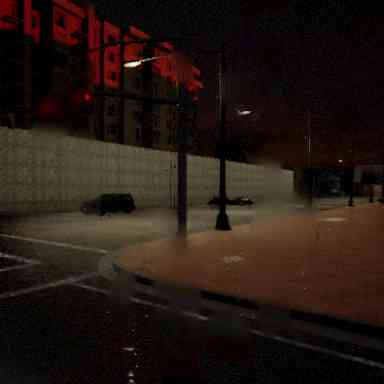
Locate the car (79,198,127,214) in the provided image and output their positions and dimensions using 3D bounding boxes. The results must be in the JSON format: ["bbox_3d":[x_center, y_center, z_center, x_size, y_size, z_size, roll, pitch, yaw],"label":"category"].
[{"bbox_3d":[-9.430,1.438,35.741,1.837,1.490,4.892,0,0,36],"label":"car"}]

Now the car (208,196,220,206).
[{"bbox_3d":[4.394,1.460,54.880,1.812,1.442,4.674,0,0,36],"label":"car"}]

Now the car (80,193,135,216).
[{"bbox_3d":[-7.938,1.163,31.828,2.150,2.045,5.566,0,0,36],"label":"car"}]

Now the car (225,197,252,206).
[{"bbox_3d":[7.836,1.491,53.656,2.033,1.411,5.357,0,0,36],"label":"car"}]
